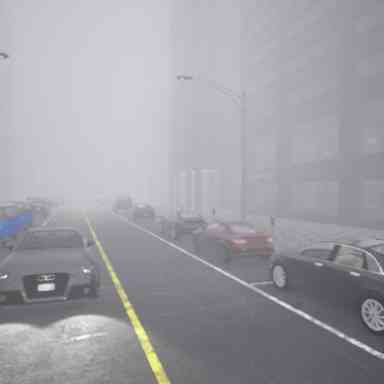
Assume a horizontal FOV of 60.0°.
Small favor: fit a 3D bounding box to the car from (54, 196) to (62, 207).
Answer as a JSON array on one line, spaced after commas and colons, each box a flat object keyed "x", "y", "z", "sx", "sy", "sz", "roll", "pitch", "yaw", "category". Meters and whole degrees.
[{"x": -21.747, "y": 1.659, "z": 51.660, "sx": 1.887, "sy": 1.381, "sz": 4.507, "roll": 0, "pitch": 0, "yaw": -20, "category": "car"}]

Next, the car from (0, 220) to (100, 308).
[{"x": -3.361, "y": 1.578, "z": 8.008, "sx": 1.994, "sy": 1.385, "sz": 4.181, "roll": 0, "pitch": 0, "yaw": -20, "category": "car"}]

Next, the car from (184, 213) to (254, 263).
[{"x": 1.337, "y": 1.628, "z": 12.016, "sx": 1.802, "sy": 1.307, "sz": 4.206, "roll": 0, "pitch": 0, "yaw": -20, "category": "car"}]

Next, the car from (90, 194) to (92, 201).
[{"x": -23.180, "y": 1.767, "z": 81.244, "sx": 1.752, "sy": 1.417, "sz": 4.829, "roll": 0, "pitch": 0, "yaw": -20, "category": "car"}]

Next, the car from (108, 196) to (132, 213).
[{"x": -8.070, "y": 1.424, "z": 38.581, "sx": 2.192, "sy": 1.841, "sz": 5.009, "roll": 0, "pitch": 0, "yaw": -20, "category": "car"}]

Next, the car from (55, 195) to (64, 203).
[{"x": -25.511, "y": 1.714, "z": 62.287, "sx": 1.947, "sy": 1.339, "sz": 4.313, "roll": 0, "pitch": 0, "yaw": -20, "category": "car"}]

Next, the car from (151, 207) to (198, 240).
[{"x": -0.544, "y": 1.608, "z": 17.329, "sx": 2.008, "sy": 1.369, "sz": 4.403, "roll": 0, "pitch": 0, "yaw": -20, "category": "car"}]

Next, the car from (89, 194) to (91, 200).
[{"x": -25.005, "y": 1.809, "z": 86.396, "sx": 2.008, "sy": 1.369, "sz": 4.403, "roll": 0, "pitch": 0, "yaw": -20, "category": "car"}]

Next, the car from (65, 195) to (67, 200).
[{"x": -31.156, "y": 1.766, "z": 78.227, "sx": 1.947, "sy": 1.339, "sz": 4.313, "roll": 0, "pitch": 0, "yaw": -20, "category": "car"}]

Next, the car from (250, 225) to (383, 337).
[{"x": 3.219, "y": 1.586, "z": 6.703, "sx": 2.008, "sy": 1.369, "sz": 4.403, "roll": 0, "pitch": 0, "yaw": -20, "category": "car"}]

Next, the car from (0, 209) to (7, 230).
[{"x": -6.693, "y": 1.445, "z": 9.156, "sx": 1.967, "sy": 1.590, "sz": 4.097, "roll": 0, "pitch": 0, "yaw": -20, "category": "car"}]

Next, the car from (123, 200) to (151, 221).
[{"x": -4.307, "y": 1.627, "z": 27.954, "sx": 1.887, "sy": 1.381, "sz": 4.507, "roll": 0, "pitch": 0, "yaw": -20, "category": "car"}]

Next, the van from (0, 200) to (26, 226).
[{"x": -8.575, "y": 1.358, "z": 14.469, "sx": 1.690, "sy": 1.788, "sz": 3.998, "roll": 0, "pitch": 0, "yaw": -20, "category": "van"}]

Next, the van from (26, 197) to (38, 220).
[{"x": -10.456, "y": 1.370, "z": 19.782, "sx": 1.690, "sy": 1.788, "sz": 3.998, "roll": 0, "pitch": 0, "yaw": -20, "category": "van"}]

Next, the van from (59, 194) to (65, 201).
[{"x": -29.274, "y": 1.524, "z": 72.914, "sx": 1.690, "sy": 1.788, "sz": 3.998, "roll": 0, "pitch": 0, "yaw": -20, "category": "van"}]

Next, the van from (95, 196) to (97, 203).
[{"x": -17.479, "y": 1.530, "z": 65.145, "sx": 1.690, "sy": 1.788, "sz": 3.998, "roll": 0, "pitch": 0, "yaw": -20, "category": "van"}]

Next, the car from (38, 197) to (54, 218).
[{"x": -14.219, "y": 1.370, "z": 30.408, "sx": 2.192, "sy": 1.841, "sz": 5.009, "roll": 0, "pitch": 0, "yaw": -20, "category": "car"}]

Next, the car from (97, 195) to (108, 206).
[{"x": -15.654, "y": 1.698, "z": 59.992, "sx": 1.752, "sy": 1.417, "sz": 4.829, "roll": 0, "pitch": 0, "yaw": -20, "category": "car"}]

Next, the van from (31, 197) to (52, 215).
[{"x": -16.101, "y": 1.410, "z": 35.721, "sx": 1.690, "sy": 1.788, "sz": 3.998, "roll": 0, "pitch": 0, "yaw": -20, "category": "van"}]

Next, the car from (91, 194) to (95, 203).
[{"x": -21.242, "y": 1.664, "z": 75.771, "sx": 1.967, "sy": 1.590, "sz": 4.097, "roll": 0, "pitch": 0, "yaw": -20, "category": "car"}]
